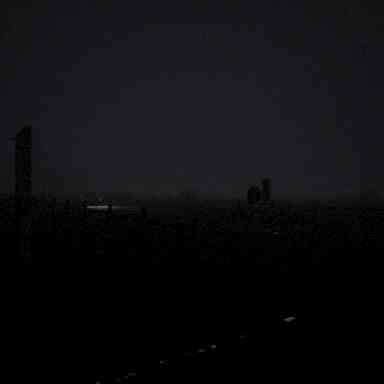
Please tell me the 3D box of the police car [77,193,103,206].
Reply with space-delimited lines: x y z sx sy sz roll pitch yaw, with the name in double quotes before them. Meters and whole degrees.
"police car" -12.841 0.886 41.764 2.038 1.542 4.974 1 0 -35
